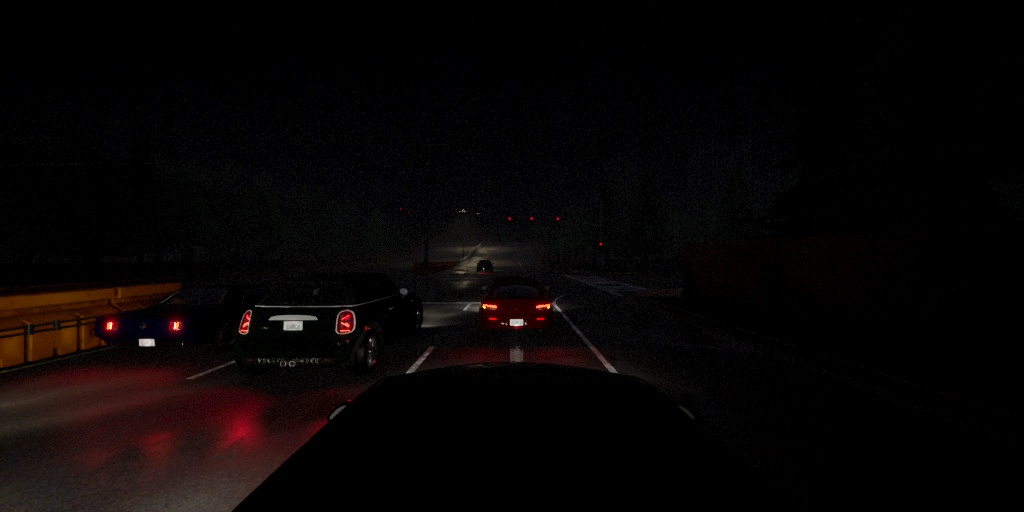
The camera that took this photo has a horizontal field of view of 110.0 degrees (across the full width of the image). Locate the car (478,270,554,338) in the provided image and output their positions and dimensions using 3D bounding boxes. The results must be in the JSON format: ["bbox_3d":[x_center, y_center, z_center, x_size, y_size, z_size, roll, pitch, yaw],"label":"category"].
[{"bbox_3d":[0.099,1.276,10.079,1.812,1.442,4.674,0,0,0],"label":"car"}]

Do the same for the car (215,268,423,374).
[{"bbox_3d":[-3.399,1.102,7.690,2.097,1.767,4.553,0,0,0],"label":"car"}]

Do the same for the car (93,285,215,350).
[{"bbox_3d":[-6.900,1.351,9.004,1.895,1.301,4.718,0,0,0],"label":"car"}]

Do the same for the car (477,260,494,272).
[{"bbox_3d":[-3.403,1.255,45.467,1.837,1.490,4.892,0,0,0],"label":"car"}]
